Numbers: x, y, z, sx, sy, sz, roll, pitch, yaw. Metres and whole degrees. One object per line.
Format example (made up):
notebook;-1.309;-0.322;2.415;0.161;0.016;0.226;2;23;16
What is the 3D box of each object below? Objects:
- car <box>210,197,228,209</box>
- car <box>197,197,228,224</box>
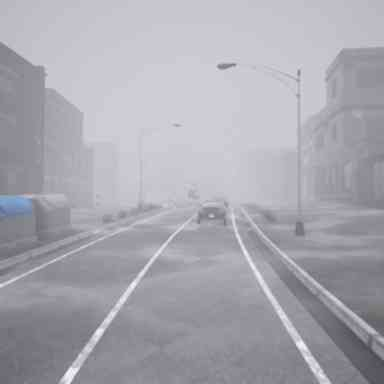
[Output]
car;3.314;1.253;40.026;1.994;1.385;4.181;0;-1;6
car;1.378;1.228;22.116;1.812;1.442;4.674;0;1;5
